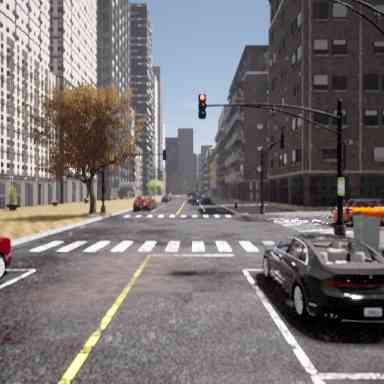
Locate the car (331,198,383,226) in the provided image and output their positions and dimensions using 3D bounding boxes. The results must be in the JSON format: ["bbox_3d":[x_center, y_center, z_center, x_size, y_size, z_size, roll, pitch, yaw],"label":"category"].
[{"bbox_3d":[11.320,1.161,20.649,4.553,1.767,2.097,-1,0,-3],"label":"car"}]

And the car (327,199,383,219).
[{"bbox_3d":[13.420,1.327,26.524,4.403,1.369,2.008,-1,1,-1],"label":"car"}]

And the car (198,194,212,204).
[{"bbox_3d":[2.677,1.557,61.595,1.947,1.339,4.313,0,0,0],"label":"car"}]

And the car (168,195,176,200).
[{"bbox_3d":[-5.711,1.572,94.731,2.008,1.369,4.403,0,0,0],"label":"car"}]

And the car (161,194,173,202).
[{"bbox_3d":[-5.707,1.564,72.640,1.947,1.339,4.313,0,0,0],"label":"car"}]

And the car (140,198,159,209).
[{"bbox_3d":[-5.701,1.553,45.026,1.947,1.339,4.313,0,0,0],"label":"car"}]

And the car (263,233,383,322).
[{"bbox_3d":[2.688,1.545,7.116,2.008,1.369,4.403,0,0,0],"label":"car"}]

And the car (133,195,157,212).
[{"bbox_3d":[-5.700,1.302,39.502,2.192,1.841,5.009,0,0,0],"label":"car"}]

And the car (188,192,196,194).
[{"bbox_3d":[-0.015,1.079,79.278,2.150,2.045,5.566,0,0,0],"label":"car"}]

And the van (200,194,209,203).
[{"bbox_3d":[2.674,1.339,72.642,1.690,1.788,3.998,0,0,0],"label":"van"}]

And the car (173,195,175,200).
[{"bbox_3d":[-5.708,1.318,78.162,2.192,1.841,5.009,0,0,0],"label":"car"}]

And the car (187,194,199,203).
[{"bbox_3d":[-0.015,1.596,69.271,1.895,1.301,4.718,0,0,0],"label":"car"}]

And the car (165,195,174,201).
[{"bbox_3d":[-5.709,1.559,83.686,2.008,1.369,4.403,0,0,0],"label":"car"}]

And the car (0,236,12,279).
[{"bbox_3d":[-5.693,1.539,7.114,1.887,1.381,4.507,0,0,0],"label":"car"}]
